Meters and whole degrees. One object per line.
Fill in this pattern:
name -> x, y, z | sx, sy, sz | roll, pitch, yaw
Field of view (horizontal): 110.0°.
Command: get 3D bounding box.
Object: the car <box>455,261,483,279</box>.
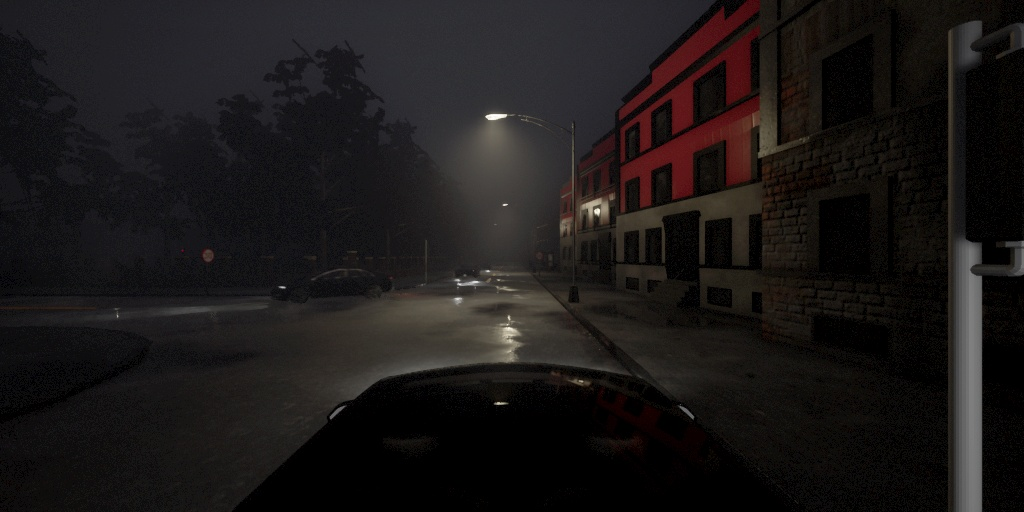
car -> -4.026, 1.351, 32.923 | 1.895, 1.301, 4.718 | 0, 0, 0

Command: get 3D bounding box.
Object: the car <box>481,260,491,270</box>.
car -> -3.973, 1.314, 50.643 | 1.994, 1.385, 4.181 | 0, 0, 0

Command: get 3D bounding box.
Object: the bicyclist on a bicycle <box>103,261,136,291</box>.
bicyclist on a bicycle -> -21.808, 1.099, 19.947 | 0.582, 1.620, 1.656 | 0, 0, 0

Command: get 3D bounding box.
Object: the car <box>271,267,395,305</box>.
car -> -7.834, 1.241, 16.066 | 4.902, 1.511, 2.128 | 0, 1, -33
